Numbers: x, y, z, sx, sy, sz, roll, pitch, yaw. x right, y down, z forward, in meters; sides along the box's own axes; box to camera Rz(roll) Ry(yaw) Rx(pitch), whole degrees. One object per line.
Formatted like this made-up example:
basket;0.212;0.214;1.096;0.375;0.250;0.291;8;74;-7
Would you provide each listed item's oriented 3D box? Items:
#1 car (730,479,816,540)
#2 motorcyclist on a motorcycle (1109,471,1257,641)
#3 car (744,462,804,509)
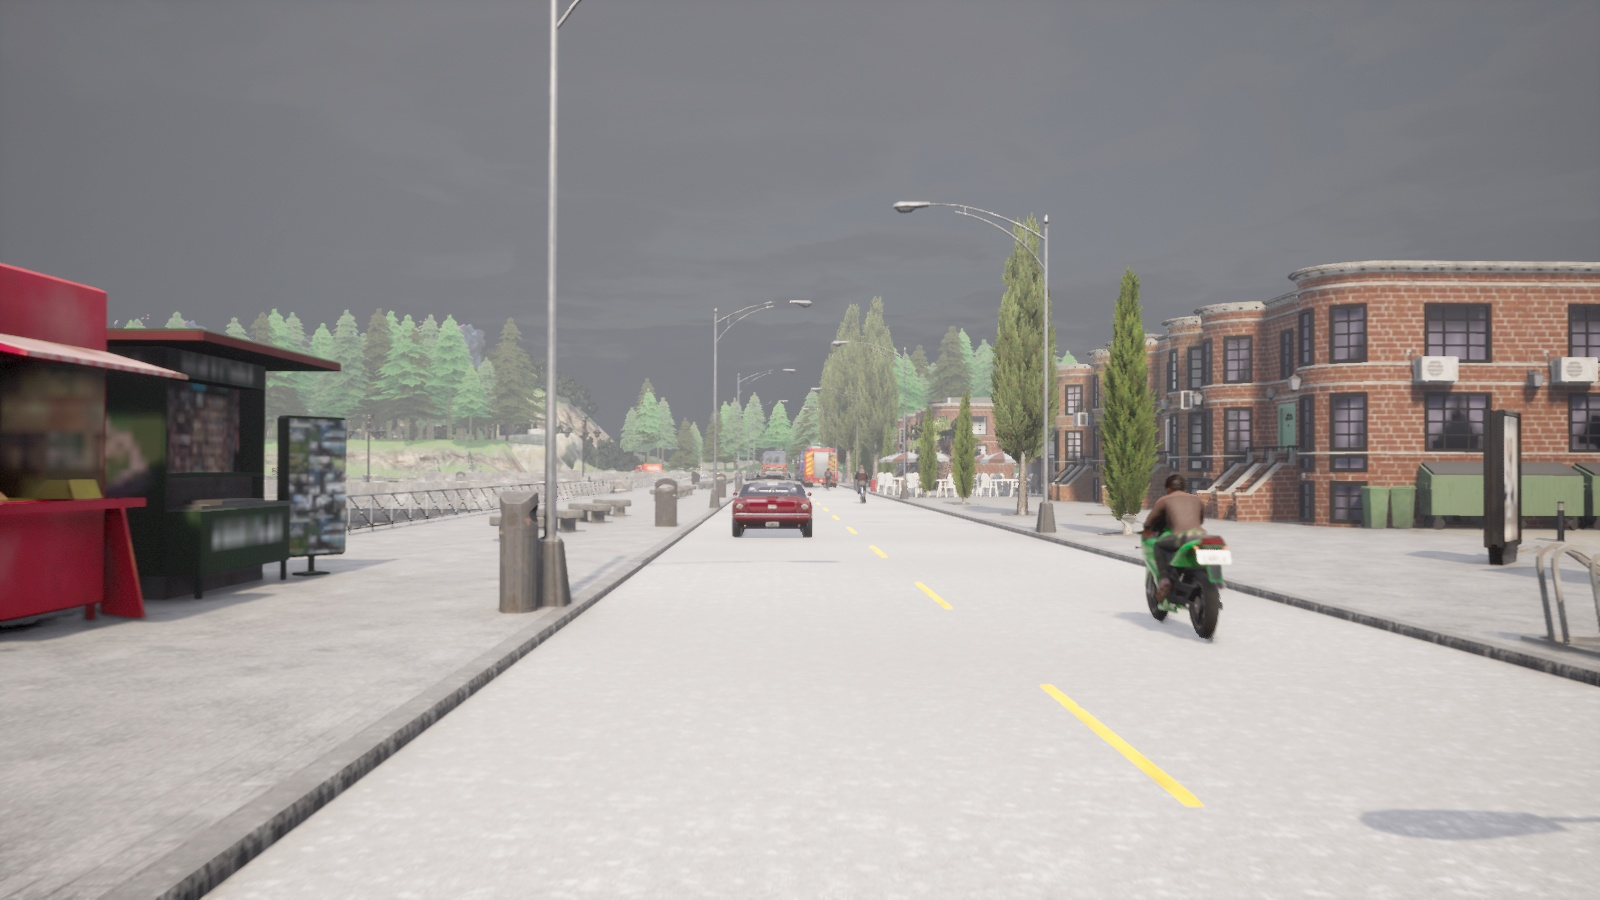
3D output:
car;-0.640;1.372;30.058;1.895;1.301;4.718;0;-1;-1
motorcyclist on a motorcycle;3.704;0.967;12.342;0.797;1.523;2.044;0;-1;-1
car;-0.972;1.313;47.201;2.152;1.651;5.027;0;-1;-1
